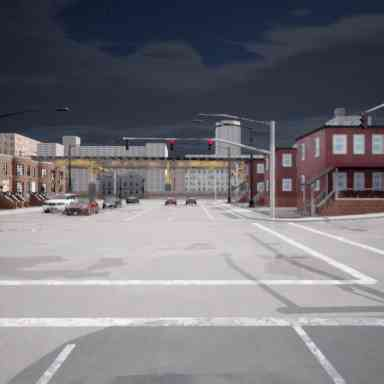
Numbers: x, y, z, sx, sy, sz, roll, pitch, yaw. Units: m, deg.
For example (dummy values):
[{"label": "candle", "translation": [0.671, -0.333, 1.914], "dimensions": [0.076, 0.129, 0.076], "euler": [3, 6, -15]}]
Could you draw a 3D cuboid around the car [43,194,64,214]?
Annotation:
[{"label": "car", "translation": [-14.191, 1.221, 36.345], "dimensions": [2.150, 2.045, 5.566], "euler": [0, 0, 0]}]

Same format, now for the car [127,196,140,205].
[{"label": "car", "translation": [-10.685, 1.477, 59.871], "dimensions": [1.882, 1.535, 5.008], "euler": [0, 0, 0]}]

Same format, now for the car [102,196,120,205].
[{"label": "car", "translation": [-14.194, 1.477, 58.646], "dimensions": [1.882, 1.535, 5.008], "euler": [0, 0, 0]}]

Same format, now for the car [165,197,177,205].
[{"label": "car", "translation": [-3.542, 1.525, 56.727], "dimensions": [1.812, 1.442, 4.674], "euler": [0, 0, 0]}]

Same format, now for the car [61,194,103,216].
[{"label": "car", "translation": [-10.672, 1.352, 32.624], "dimensions": [2.097, 1.767, 4.553], "euler": [0, 0, 0]}]

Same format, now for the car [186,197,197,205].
[{"label": "car", "translation": [-0.147, 1.525, 58.543], "dimensions": [1.812, 1.442, 4.674], "euler": [0, 0, 0]}]

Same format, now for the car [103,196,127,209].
[{"label": "car", "translation": [-10.707, 1.491, 44.723], "dimensions": [2.128, 1.511, 4.902], "euler": [0, 0, 0]}]
